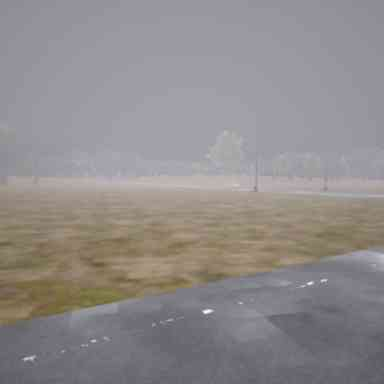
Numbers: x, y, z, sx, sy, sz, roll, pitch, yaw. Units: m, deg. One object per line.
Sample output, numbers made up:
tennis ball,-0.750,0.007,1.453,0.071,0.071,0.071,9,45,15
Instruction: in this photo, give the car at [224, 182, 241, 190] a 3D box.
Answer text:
car,9.274,-1.392,75.843,1.882,1.535,5.008,-1,3,-28
